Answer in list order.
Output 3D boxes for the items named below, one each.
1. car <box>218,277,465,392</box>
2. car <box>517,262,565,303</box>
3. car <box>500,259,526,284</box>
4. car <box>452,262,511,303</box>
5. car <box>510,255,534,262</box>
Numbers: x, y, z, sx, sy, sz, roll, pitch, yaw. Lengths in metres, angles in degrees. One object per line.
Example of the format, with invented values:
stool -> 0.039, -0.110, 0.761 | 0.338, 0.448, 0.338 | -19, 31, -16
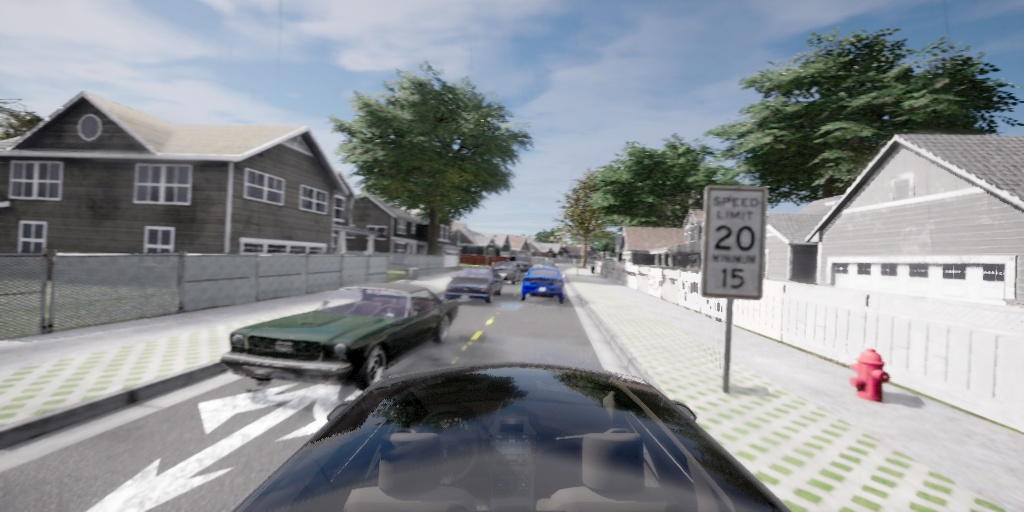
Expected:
car -> -2.536, 1.218, 6.664 | 1.895, 1.301, 4.718 | 3, 0, 8
car -> 1.548, 1.268, 17.448 | 1.882, 1.535, 5.008 | 3, 0, 6
car -> -0.457, 1.166, 26.244 | 2.128, 1.511, 4.902 | 3, 0, 6
car -> -1.516, 1.193, 16.370 | 2.033, 1.411, 5.357 | 3, 0, 6
car -> 0.731, 0.928, 36.484 | 2.150, 2.045, 5.566 | 3, 0, 7
